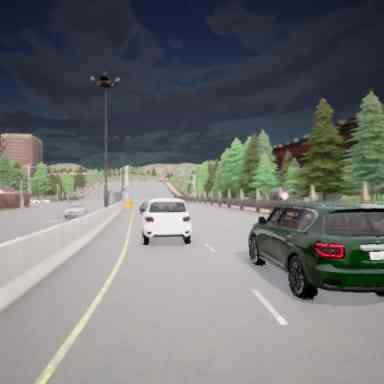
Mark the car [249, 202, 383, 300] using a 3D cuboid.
[{"bbox_3d":[3.138,1.257,8.704,2.150,2.045,5.566,0,0,-5],"label":"car"}]

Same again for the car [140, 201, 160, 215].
[{"bbox_3d":[-4.949,1.823,38.540,2.033,1.411,5.357,0,0,-9],"label":"car"}]

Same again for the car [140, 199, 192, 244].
[{"bbox_3d":[-1.383,1.336,16.628,2.150,2.045,5.566,0,0,-9],"label":"car"}]
